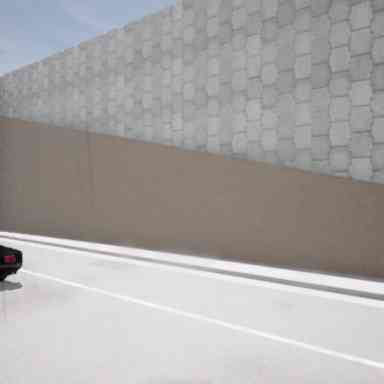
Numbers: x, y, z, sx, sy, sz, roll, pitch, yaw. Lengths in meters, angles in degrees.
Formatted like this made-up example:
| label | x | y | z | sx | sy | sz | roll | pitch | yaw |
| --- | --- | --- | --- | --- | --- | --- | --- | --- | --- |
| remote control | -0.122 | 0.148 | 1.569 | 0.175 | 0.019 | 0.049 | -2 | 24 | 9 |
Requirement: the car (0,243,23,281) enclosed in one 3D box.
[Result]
| label | x | y | z | sx | sy | sz | roll | pitch | yaw |
| --- | --- | --- | --- | --- | --- | --- | --- | --- | --- |
| car | -6.433 | 1.601 | 8.574 | 4.718 | 1.301 | 1.895 | 0 | 0 | 36 |
